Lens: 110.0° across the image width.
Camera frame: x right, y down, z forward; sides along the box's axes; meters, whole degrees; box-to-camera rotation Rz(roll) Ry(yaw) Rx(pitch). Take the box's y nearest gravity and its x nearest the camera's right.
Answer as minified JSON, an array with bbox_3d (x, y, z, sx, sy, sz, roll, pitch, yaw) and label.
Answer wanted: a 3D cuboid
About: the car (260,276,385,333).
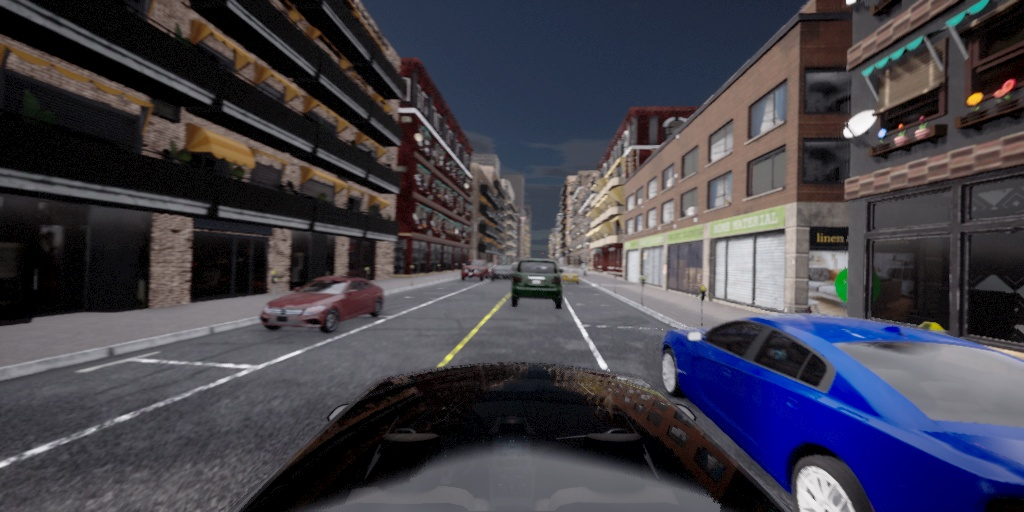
[{"bbox_3d":[-5.177,1.253,10.412,1.802,1.307,4.207,0,0,5],"label":"car"}]

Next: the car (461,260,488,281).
[{"bbox_3d":[-3.305,1.251,32.878,2.192,1.841,5.009,0,0,5],"label":"car"}]

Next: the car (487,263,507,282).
[{"bbox_3d":[-0.718,1.516,32.274,1.837,1.490,4.892,2,-1,5],"label":"car"}]

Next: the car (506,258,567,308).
[{"bbox_3d":[1.202,1.149,16.747,2.150,2.045,5.566,2,-1,5],"label":"car"}]

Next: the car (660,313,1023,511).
[{"bbox_3d":[3.149,1.344,3.741,1.882,1.535,5.008,2,-1,5],"label":"car"}]

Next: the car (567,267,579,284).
[{"bbox_3d":[5.056,1.715,32.345,1.751,1.417,4.829,0,0,5],"label":"car"}]
